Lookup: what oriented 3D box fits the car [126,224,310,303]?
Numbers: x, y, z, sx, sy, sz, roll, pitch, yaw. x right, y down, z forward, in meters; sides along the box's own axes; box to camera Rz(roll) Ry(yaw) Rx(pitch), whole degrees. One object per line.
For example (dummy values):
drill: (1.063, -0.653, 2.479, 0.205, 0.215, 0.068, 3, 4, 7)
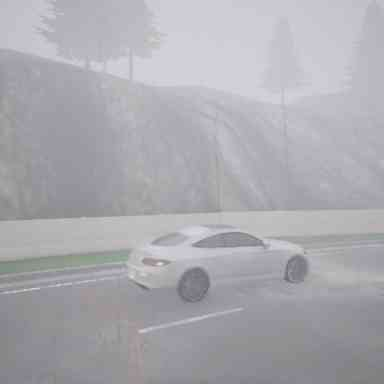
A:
car: (0.747, 1.525, 8.095, 4.674, 1.442, 1.812, 0, 0, -29)
